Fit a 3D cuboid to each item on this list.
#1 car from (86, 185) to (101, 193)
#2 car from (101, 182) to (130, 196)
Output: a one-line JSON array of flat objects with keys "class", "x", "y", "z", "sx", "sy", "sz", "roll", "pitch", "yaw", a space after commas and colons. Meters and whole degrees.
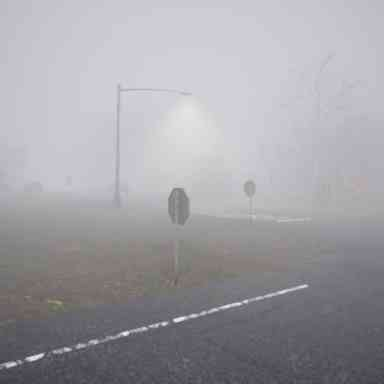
[{"class": "car", "x": -17.592, "y": -0.488, "z": 59.848, "sx": 1.994, "sy": 1.385, "sz": 4.181, "roll": 0, "pitch": 2, "yaw": -36}, {"class": "car", "x": -11.545, "y": -0.495, "z": 51.383, "sx": 2.150, "sy": 2.045, "sz": 5.566, "roll": 0, "pitch": 2, "yaw": -36}]
